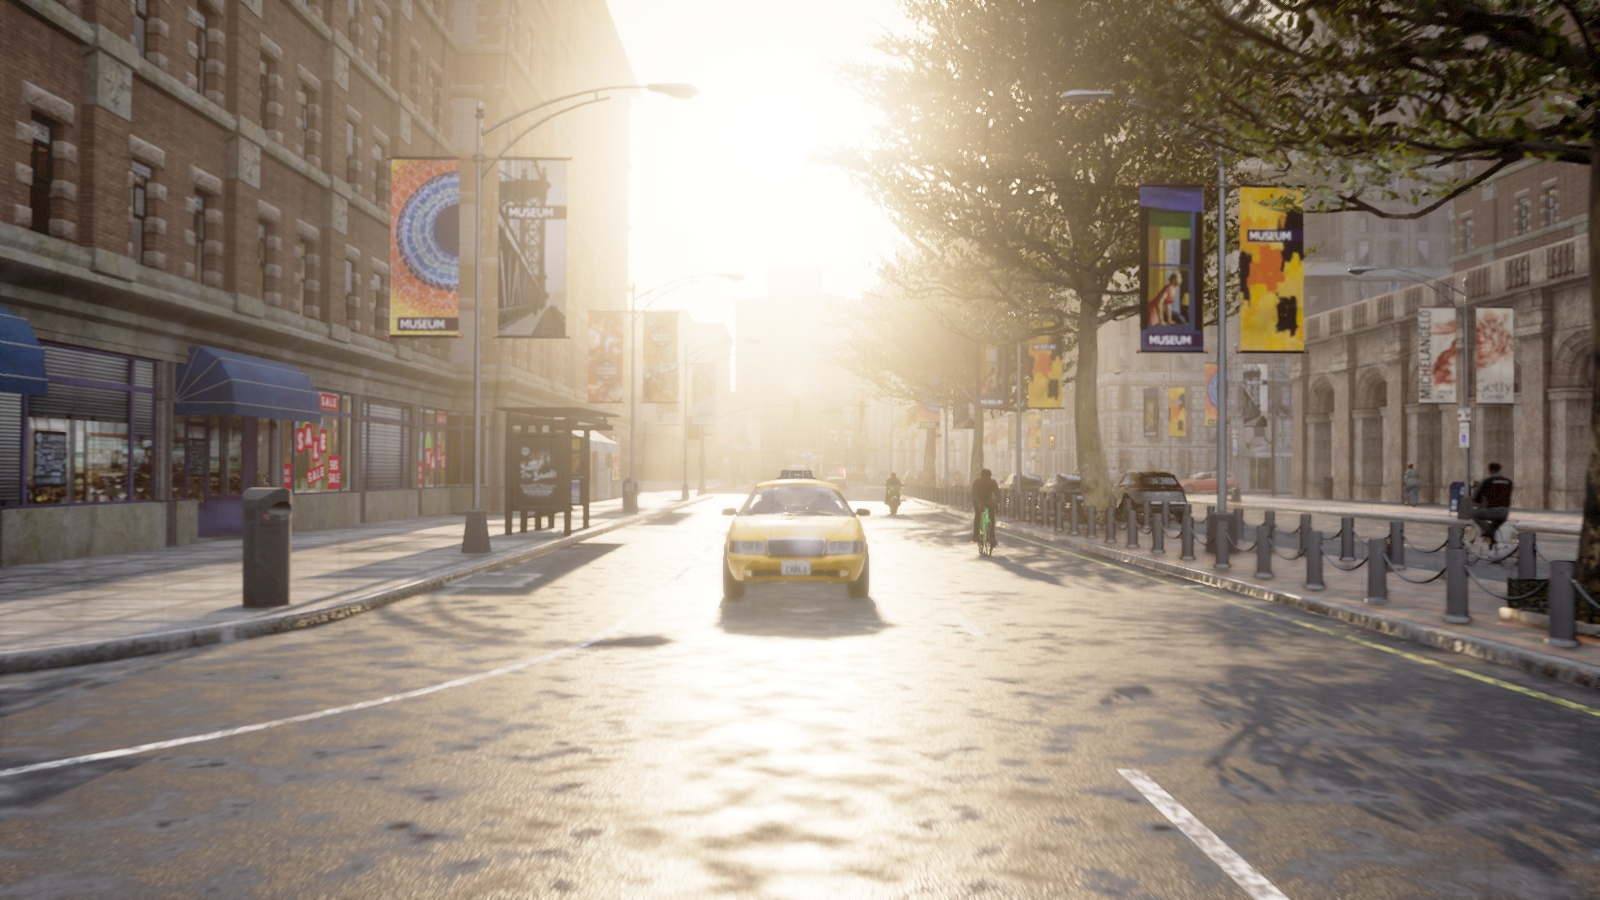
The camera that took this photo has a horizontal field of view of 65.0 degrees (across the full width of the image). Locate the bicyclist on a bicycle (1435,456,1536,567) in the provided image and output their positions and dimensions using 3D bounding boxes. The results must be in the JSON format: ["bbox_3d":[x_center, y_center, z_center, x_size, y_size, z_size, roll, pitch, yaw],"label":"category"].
[{"bbox_3d":[11.449,0.995,21.039,0.659,1.776,1.843,0,-1,0],"label":"bicyclist on a bicycle"}]

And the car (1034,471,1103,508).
[{"bbox_3d":[11.375,1.670,53.488,1.837,1.490,4.892,0,-2,0],"label":"car"}]

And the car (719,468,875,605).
[{"bbox_3d":[-0.042,1.043,17.222,1.801,1.575,5.366,0,-1,0],"label":"car"}]

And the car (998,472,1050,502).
[{"bbox_3d":[11.279,1.842,63.526,1.837,1.490,4.892,0,-1,1],"label":"car"}]

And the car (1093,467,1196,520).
[{"bbox_3d":[11.398,1.404,41.933,2.033,1.649,4.856,0,-1,-1],"label":"car"}]

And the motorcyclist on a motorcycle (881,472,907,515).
[{"bbox_3d":[3.393,1.547,45.491,0.797,1.523,2.044,0,-1,0],"label":"motorcyclist on a motorcycle"}]

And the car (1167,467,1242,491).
[{"bbox_3d":[29.094,2.065,90.396,4.611,1.667,2.242,0,-1,0],"label":"car"}]

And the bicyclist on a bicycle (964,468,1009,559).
[{"bbox_3d":[3.444,1.146,23.321,0.582,1.620,1.656,0,-1,0],"label":"bicyclist on a bicycle"}]

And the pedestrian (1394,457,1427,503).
[{"bbox_3d":[24.922,1.237,51.297,0.874,1.855,0.900,0,-1,0],"label":"pedestrian"}]
